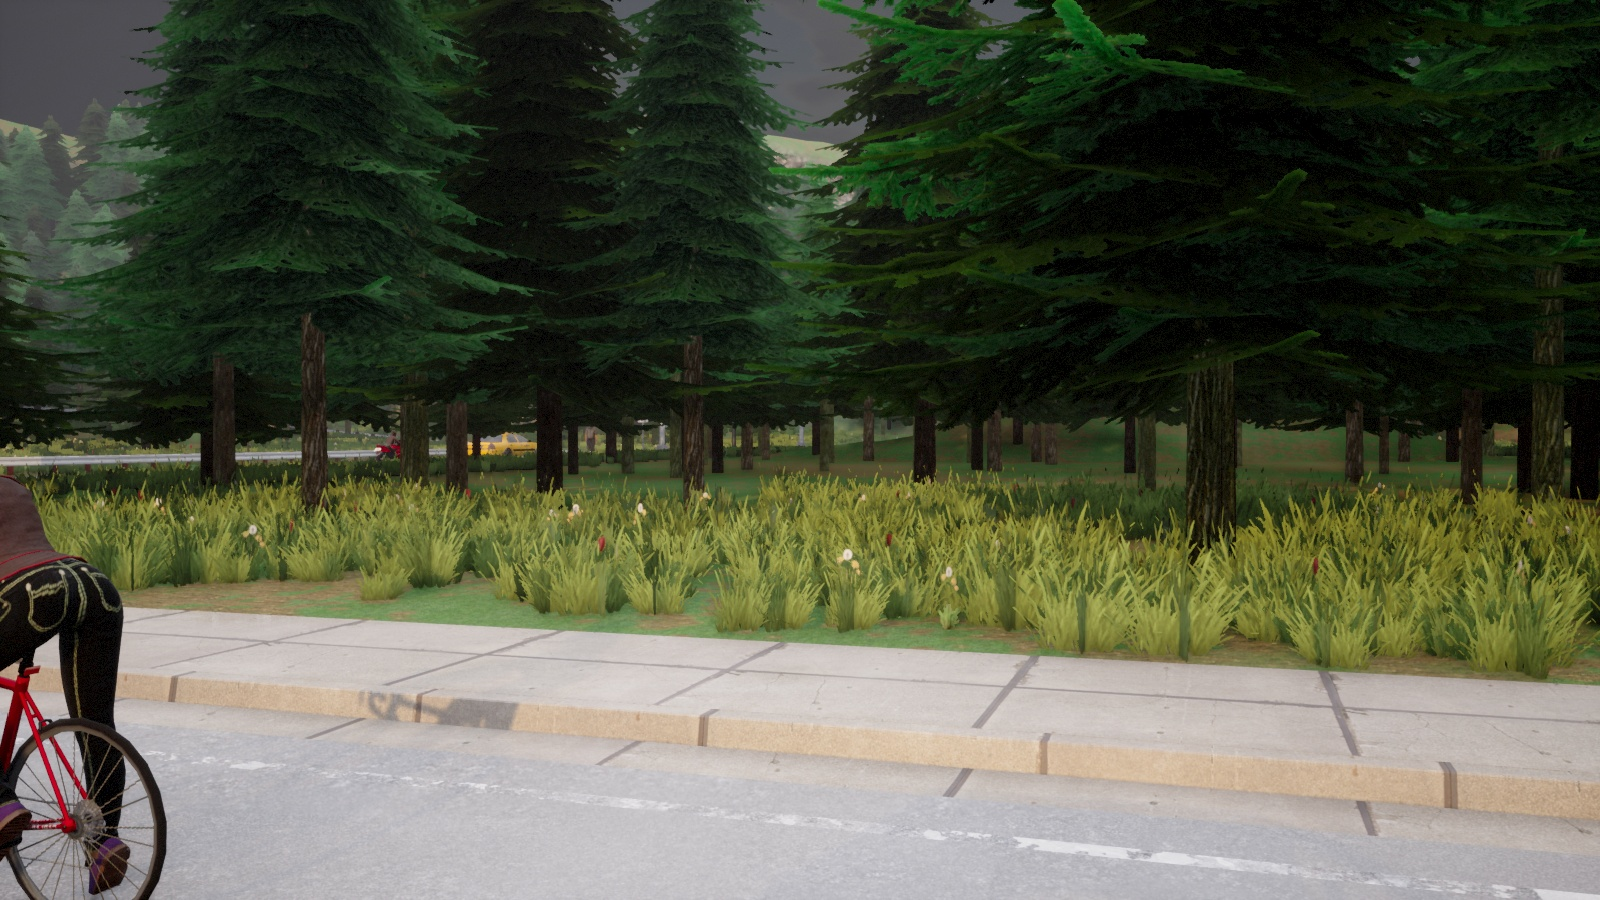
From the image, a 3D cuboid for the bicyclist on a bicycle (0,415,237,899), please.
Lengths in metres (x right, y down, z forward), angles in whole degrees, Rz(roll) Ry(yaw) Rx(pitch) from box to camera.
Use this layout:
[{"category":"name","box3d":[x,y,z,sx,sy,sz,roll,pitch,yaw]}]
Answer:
[{"category":"bicyclist on a bicycle","box3d":[-2.730,0.703,4.110,1.656,1.620,0.582,0,1,19]}]

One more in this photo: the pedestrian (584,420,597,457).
[{"category":"pedestrian","box3d":[-10.556,-0.593,63.406,0.540,1.848,0.694,0,1,1]}]

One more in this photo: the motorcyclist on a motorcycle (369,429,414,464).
[{"category":"motorcyclist on a motorcycle","box3d":[-17.838,-0.164,54.924,0.797,1.523,2.044,1,1,19]}]

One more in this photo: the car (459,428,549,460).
[{"category":"car","box3d":[-14.844,-0.330,63.285,1.801,1.575,5.366,1,1,20]}]
